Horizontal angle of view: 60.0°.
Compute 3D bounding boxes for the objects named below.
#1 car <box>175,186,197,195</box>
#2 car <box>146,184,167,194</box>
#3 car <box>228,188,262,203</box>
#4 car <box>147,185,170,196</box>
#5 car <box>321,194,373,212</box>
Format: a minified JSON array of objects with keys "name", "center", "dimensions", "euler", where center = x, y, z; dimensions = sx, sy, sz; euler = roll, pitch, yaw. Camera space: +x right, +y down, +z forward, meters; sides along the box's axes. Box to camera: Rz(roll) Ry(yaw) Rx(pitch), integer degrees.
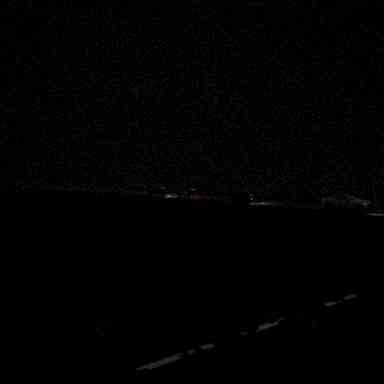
[{"name":"car","center":[-1.079,-0.238,56.953],"dimensions":[2.128,1.511,4.902],"euler":[-4,4,-35]},{"name":"car","center":[-7.010,-0.679,65.239],"dimensions":[2.097,1.767,4.553],"euler":[-4,4,-35]},{"name":"car","center":[6.495,0.321,41.201],"dimensions":[2.097,1.767,4.553],"euler":[-4,4,-35]},{"name":"car","center":[-5.655,-0.212,58.568],"dimensions":[2.128,1.511,4.902],"euler":[-4,4,-35]},{"name":"car","center":[14.149,0.935,30.383],"dimensions":[1.812,1.442,4.674],"euler":[-4,4,-35]}]
